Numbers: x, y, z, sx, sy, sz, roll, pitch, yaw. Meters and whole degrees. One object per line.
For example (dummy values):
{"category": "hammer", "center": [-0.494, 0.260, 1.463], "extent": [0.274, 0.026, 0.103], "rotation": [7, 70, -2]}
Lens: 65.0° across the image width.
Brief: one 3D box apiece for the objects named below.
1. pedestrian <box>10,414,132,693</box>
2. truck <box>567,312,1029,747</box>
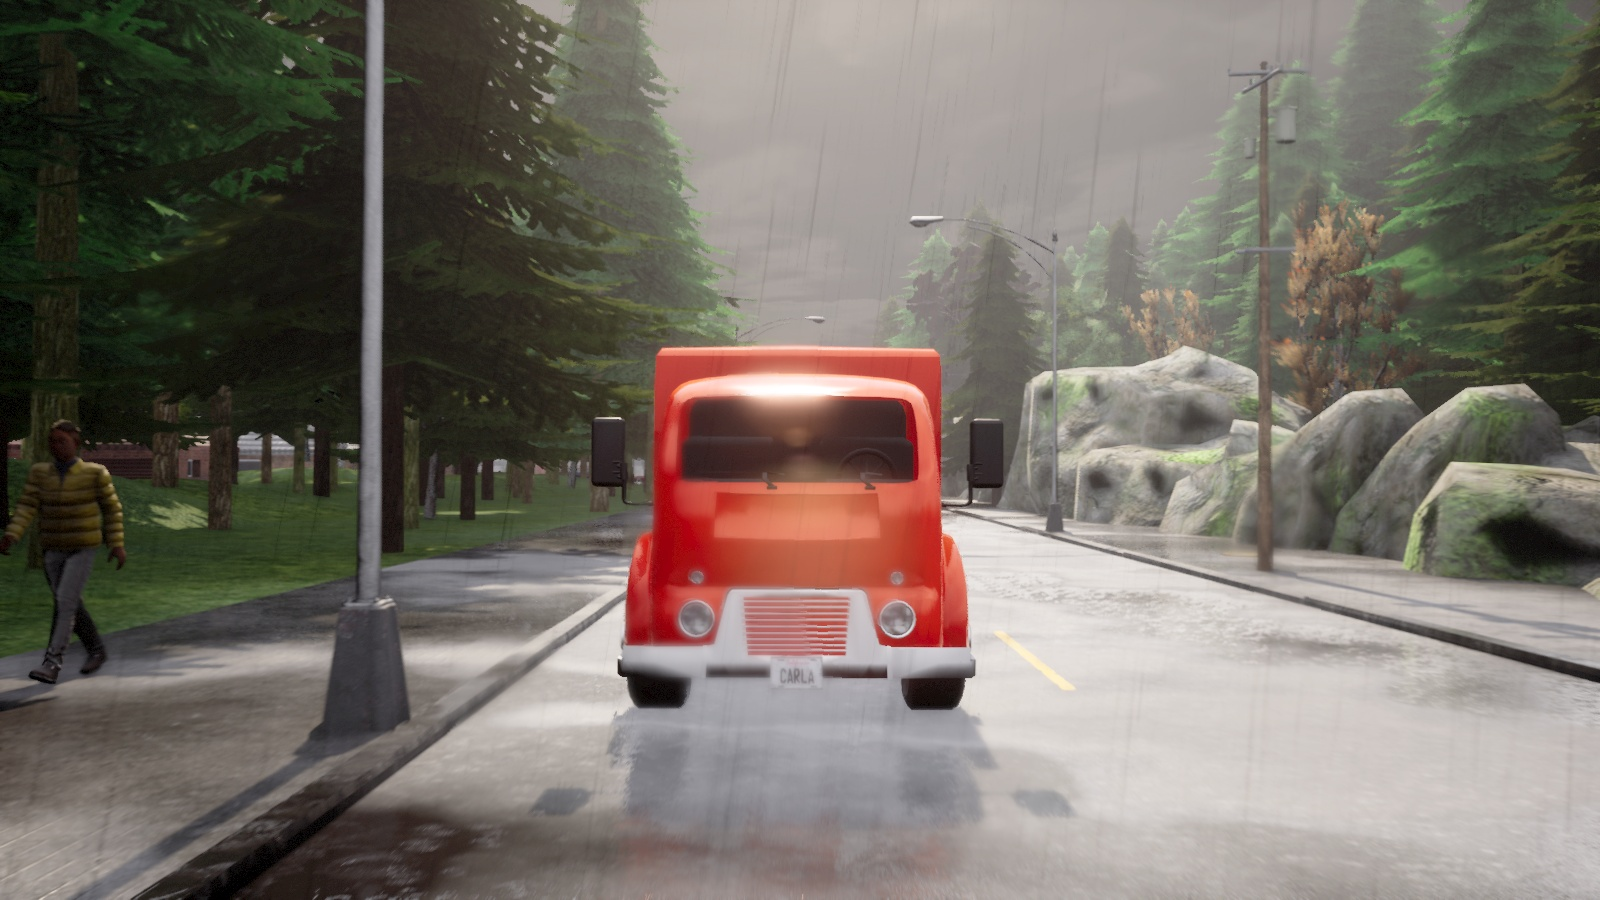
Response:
{"category": "pedestrian", "center": [-5.009, 0.689, 8.660], "extent": [0.431, 1.840, 0.709], "rotation": [0, -1, -2]}
{"category": "truck", "center": [-0.019, 0.490, 9.770], "extent": [2.627, 2.467, 5.204], "rotation": [0, -1, 0]}
